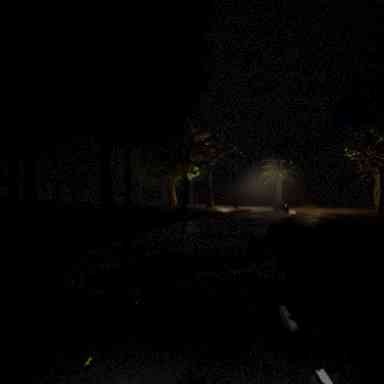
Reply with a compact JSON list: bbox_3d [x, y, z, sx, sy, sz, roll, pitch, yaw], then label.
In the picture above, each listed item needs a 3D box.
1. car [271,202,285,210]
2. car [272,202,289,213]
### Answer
[{"bbox_3d":[17.438,2.845,67.626,1.837,1.490,4.892,0,-1,4],"label":"car"},{"bbox_3d":[13.791,2.425,51.079,1.994,1.385,4.181,1,-2,18],"label":"car"}]
